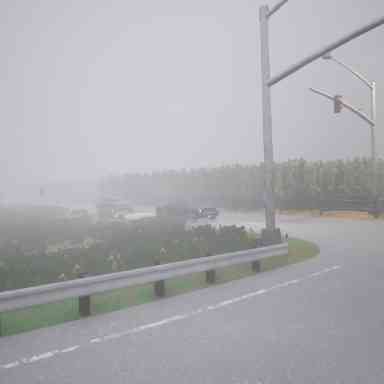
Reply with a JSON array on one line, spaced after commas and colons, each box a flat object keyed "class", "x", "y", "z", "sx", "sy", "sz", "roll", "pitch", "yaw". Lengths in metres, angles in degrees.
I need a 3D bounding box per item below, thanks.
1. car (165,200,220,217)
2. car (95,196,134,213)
[{"class": "car", "x": -0.353, "y": 1.177, "z": 22.035, "sx": 1.895, "sy": 1.301, "sz": 4.718, "roll": -3, "pitch": 2, "yaw": -41}, {"class": "car", "x": -7.021, "y": 1.121, "z": 29.834, "sx": 1.837, "sy": 1.490, "sz": 4.892, "roll": -3, "pitch": 2, "yaw": -40}]
